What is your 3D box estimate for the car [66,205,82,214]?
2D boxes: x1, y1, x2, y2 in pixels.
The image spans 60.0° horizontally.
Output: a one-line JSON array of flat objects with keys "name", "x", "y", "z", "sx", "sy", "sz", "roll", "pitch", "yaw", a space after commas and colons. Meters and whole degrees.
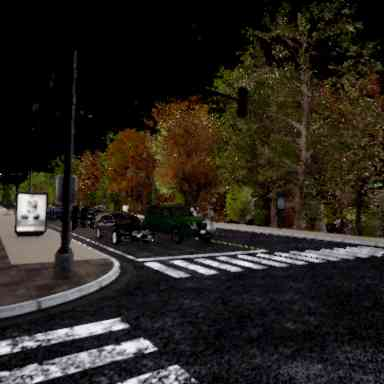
[{"name": "car", "x": -20.994, "y": 3.103, "z": 59.014, "sx": 1.812, "sy": 1.442, "sz": 4.674, "roll": 3, "pitch": -3, "yaw": -31}]

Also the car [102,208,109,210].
[{"name": "car", "x": -6.170, "y": 2.335, "z": 28.318, "sx": 1.994, "sy": 1.385, "sz": 4.181, "roll": 3, "pitch": -2, "yaw": -31}]

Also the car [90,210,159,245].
[{"name": "car", "x": -3.851, "y": 1.958, "z": 18.336, "sx": 1.837, "sy": 1.490, "sz": 4.892, "roll": 3, "pitch": -2, "yaw": -31}]

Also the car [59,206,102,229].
[{"name": "car", "x": -9.110, "y": 2.158, "z": 26.893, "sx": 1.837, "sy": 1.490, "sz": 4.892, "roll": 3, "pitch": -3, "yaw": -32}]

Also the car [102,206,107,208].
[{"name": "car", "x": -15.494, "y": 3.090, "z": 56.282, "sx": 2.128, "sy": 1.511, "sz": 4.902, "roll": 3, "pitch": -2, "yaw": -31}]

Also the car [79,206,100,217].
[{"name": "car", "x": -15.542, "y": 2.875, "z": 50.156, "sx": 1.837, "sy": 1.490, "sz": 4.892, "roll": 3, "pitch": -3, "yaw": -32}]

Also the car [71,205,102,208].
[{"name": "car", "x": -12.306, "y": 2.483, "z": 38.330, "sx": 1.882, "sy": 1.535, "sz": 5.008, "roll": 3, "pitch": -3, "yaw": -31}]

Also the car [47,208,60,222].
[{"name": "car", "x": -14.193, "y": 2.394, "z": 35.181, "sx": 2.033, "sy": 1.411, "sz": 5.357, "roll": 3, "pitch": -2, "yaw": -31}]

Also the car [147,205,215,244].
[{"name": "car", "x": -0.922, "y": 1.793, "z": 19.770, "sx": 2.150, "sy": 2.045, "sz": 5.566, "roll": 3, "pitch": -3, "yaw": -33}]

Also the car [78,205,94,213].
[{"name": "car", "x": -20.769, "y": 3.362, "z": 64.864, "sx": 1.994, "sy": 1.385, "sz": 4.181, "roll": 3, "pitch": -2, "yaw": -31}]
